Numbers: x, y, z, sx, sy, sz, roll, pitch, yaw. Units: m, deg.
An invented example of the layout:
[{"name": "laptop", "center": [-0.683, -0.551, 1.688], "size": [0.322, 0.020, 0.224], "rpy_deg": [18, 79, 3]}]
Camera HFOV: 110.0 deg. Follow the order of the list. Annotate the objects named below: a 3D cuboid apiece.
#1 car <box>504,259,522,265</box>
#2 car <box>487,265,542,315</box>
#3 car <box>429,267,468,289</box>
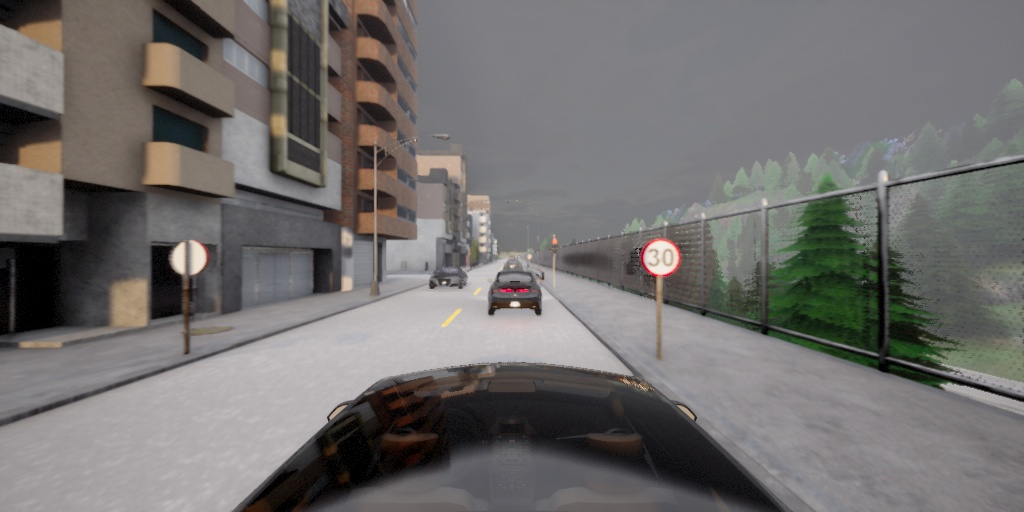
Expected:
[{"name": "car", "center": [0.114, 1.158, 40.738], "size": [2.097, 1.767, 4.553], "rpy_deg": [0, 0, 0]}, {"name": "car", "center": [0.099, 1.272, 13.628], "size": [1.837, 1.490, 4.892], "rpy_deg": [0, 0, 0]}, {"name": "car", "center": [-3.991, 1.392, 23.104], "size": [1.994, 1.385, 4.181], "rpy_deg": [0, 0, 0]}]
